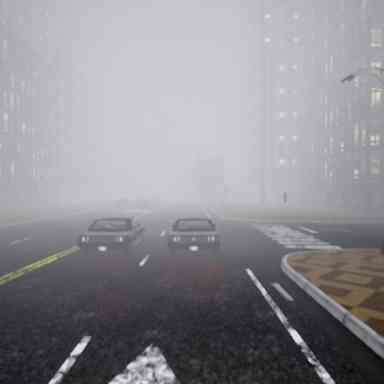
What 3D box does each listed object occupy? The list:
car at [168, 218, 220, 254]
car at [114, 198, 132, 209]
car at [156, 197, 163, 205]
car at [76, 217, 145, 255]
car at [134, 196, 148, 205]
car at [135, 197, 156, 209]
[{"bbox_3d":[0.082,1.731,13.995,1.895,1.301,4.718,0,-1,0],"label":"car"},{"bbox_3d":[-9.817,1.608,47.584,1.837,1.490,4.892,0,0,0],"label":"car"},{"bbox_3d":[-6.507,1.614,62.558,1.882,1.535,5.008,0,0,1],"label":"car"},{"bbox_3d":[-3.148,1.715,13.985,1.895,1.301,4.718,1,0,0],"label":"car"},{"bbox_3d":[-9.744,1.616,63.707,1.882,1.535,5.008,0,0,0],"label":"car"},{"bbox_3d":[-6.573,1.702,46.576,1.895,1.301,4.718,0,0,0],"label":"car"}]
